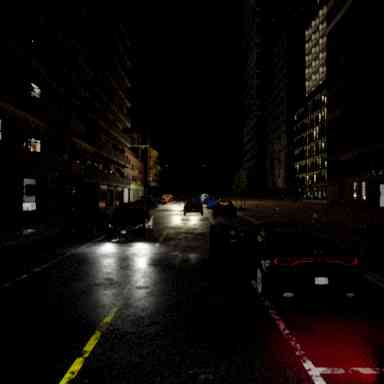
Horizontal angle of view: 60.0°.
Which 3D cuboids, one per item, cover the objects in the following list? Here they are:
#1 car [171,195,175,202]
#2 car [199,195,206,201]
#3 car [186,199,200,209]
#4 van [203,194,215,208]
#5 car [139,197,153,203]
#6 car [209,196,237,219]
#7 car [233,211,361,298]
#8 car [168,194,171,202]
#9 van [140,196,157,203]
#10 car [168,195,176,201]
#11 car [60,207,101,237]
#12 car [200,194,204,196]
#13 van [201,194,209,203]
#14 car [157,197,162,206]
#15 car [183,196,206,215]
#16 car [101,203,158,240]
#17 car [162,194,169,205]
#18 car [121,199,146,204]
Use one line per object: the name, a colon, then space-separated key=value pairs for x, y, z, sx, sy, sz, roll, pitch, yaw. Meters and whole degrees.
car: x=-5.495 y=1.342 z=73.747 sx=2.192 sy=1.841 sz=5.009 roll=1 pitch=0 yaw=0
car: x=2.923 y=1.563 z=90.604 sx=1.752 sy=1.417 sz=4.829 roll=1 pitch=0 yaw=0
car: x=0.174 y=1.616 z=46.194 sx=1.895 sy=1.301 sz=4.718 roll=0 pitch=0 yaw=1
van: x=2.817 y=1.356 z=45.878 sx=1.690 sy=1.788 sz=3.998 roll=1 pitch=0 yaw=0
car: x=-5.594 y=1.561 z=34.759 sx=2.008 sy=1.369 sz=4.403 roll=1 pitch=0 yaw=0
car: x=2.774 y=1.448 z=29.169 sx=1.967 sy=1.590 sz=4.097 roll=1 pitch=0 yaw=0
car: x=2.381 y=1.480 z=8.574 sx=1.882 sy=1.535 sz=5.008 roll=0 pitch=0 yaw=0
car: x=-5.526 y=1.547 z=62.438 sx=1.752 sy=1.417 sz=4.829 roll=1 pitch=0 yaw=0
van: x=-5.577 y=1.353 z=40.330 sx=1.690 sy=1.788 sz=3.998 roll=1 pitch=0 yaw=0
car: x=-5.458 y=1.583 z=90.456 sx=1.887 sy=1.381 sz=4.507 roll=1 pitch=0 yaw=0
car: x=-5.635 y=1.549 z=18.050 sx=1.887 sy=1.381 sz=4.507 roll=1 pitch=0 yaw=0
car: x=2.855 y=1.547 z=62.755 sx=1.752 sy=1.417 sz=4.829 roll=1 pitch=0 yaw=0
van: x=2.885 y=1.369 z=73.726 sx=1.690 sy=1.788 sz=3.998 roll=1 pitch=0 yaw=0
car: x=-5.566 y=1.540 z=45.729 sx=1.752 sy=1.417 sz=4.829 roll=1 pitch=0 yaw=0
car: x=0.149 y=1.487 z=33.567 sx=1.882 sy=1.535 sz=5.008 roll=0 pitch=0 yaw=0
car: x=-3.059 y=1.530 z=17.247 sx=1.812 sy=1.442 sz=4.674 roll=0 pitch=0 yaw=0
car: x=-5.539 y=1.570 z=57.037 sx=2.008 sy=1.369 sz=4.403 roll=1 pitch=0 yaw=0
car: x=-5.608 y=1.574 z=29.190 sx=1.947 sy=1.339 sz=4.313 roll=1 pitch=0 yaw=0
